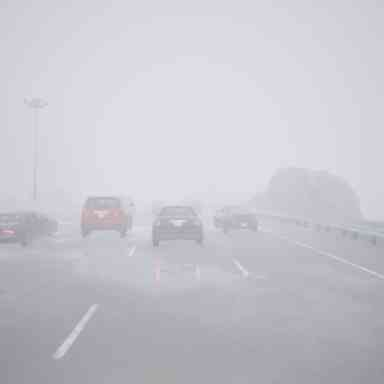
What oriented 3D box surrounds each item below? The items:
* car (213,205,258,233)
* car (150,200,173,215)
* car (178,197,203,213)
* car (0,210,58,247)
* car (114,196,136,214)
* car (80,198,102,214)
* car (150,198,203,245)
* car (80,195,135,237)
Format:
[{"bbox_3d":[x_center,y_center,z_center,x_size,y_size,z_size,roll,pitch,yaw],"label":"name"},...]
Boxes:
[{"bbox_3d":[2.431,1.481,19.160,1.812,1.442,4.674,0,0,-6],"label":"car"},{"bbox_3d":[-3.211,1.533,33.744,1.895,1.301,4.718,0,0,-10],"label":"car"},{"bbox_3d":[-0.223,1.399,36.658,1.882,1.535,5.008,0,0,-11],"label":"car"},{"bbox_3d":[-7.654,1.526,14.821,2.033,1.411,5.357,0,0,-5],"label":"car"},{"bbox_3d":[-7.062,1.287,35.102,2.097,1.767,4.553,0,0,-11],"label":"car"},{"bbox_3d":[-10.704,1.444,35.554,1.837,1.490,4.892,0,0,-11],"label":"car"},{"bbox_3d":[-0.742,1.320,15.474,2.097,1.767,4.553,0,0,-5],"label":"car"},{"bbox_3d":[-4.471,1.189,18.069,2.150,2.045,5.566,0,0,-6],"label":"car"}]
